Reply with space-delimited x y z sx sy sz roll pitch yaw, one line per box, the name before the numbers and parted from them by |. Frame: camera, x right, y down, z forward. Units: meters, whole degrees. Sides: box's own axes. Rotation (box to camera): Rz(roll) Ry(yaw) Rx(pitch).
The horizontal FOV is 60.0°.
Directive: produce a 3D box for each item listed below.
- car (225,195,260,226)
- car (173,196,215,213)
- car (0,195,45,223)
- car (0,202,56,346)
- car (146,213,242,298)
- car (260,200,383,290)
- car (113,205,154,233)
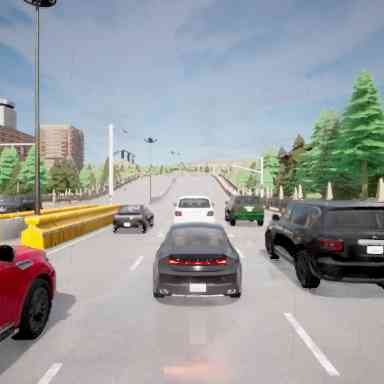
car | 3.610 1.221 23.571 2.150 2.045 5.566 0 0 0
car | 0.115 1.221 18.808 2.150 2.045 5.566 0 0 0
car | -14.002 1.226 26.438 2.150 2.045 5.566 0 0 1
car | -3.397 1.224 3.343 2.150 2.045 5.566 0 0 0
car | 0.109 1.505 8.512 1.837 1.490 4.892 0 0 0
car | 3.613 1.223 9.233 2.150 2.045 5.566 0 0 0
car | -3.385 1.491 19.815 2.128 1.511 4.902 0 0 0
